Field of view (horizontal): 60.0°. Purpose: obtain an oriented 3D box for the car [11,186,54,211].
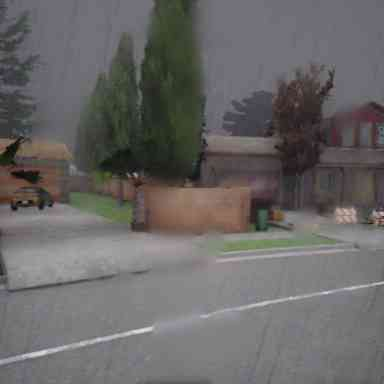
[{"bbox_3d":[-10.179,0.371,21.421,1.816,1.474,4.193,-2,1,-12],"label":"car"}]
